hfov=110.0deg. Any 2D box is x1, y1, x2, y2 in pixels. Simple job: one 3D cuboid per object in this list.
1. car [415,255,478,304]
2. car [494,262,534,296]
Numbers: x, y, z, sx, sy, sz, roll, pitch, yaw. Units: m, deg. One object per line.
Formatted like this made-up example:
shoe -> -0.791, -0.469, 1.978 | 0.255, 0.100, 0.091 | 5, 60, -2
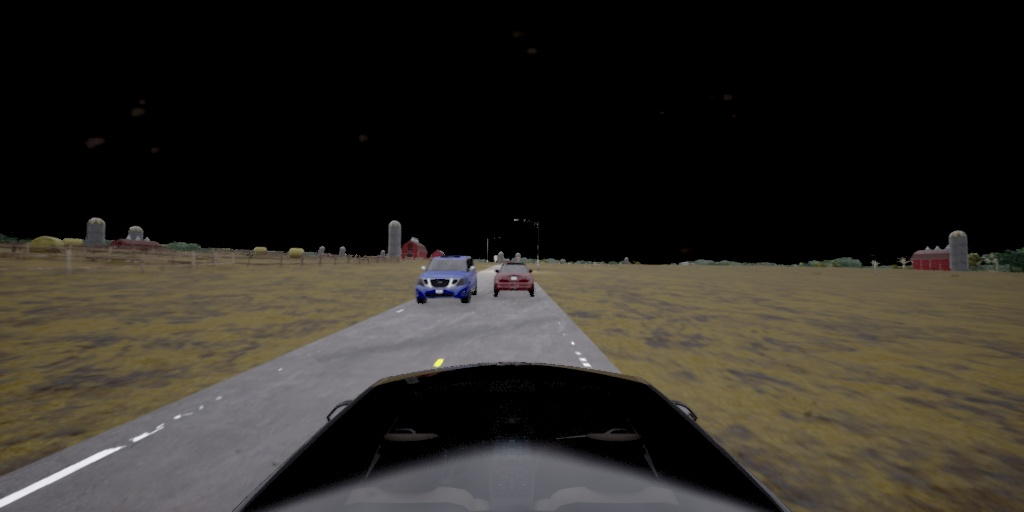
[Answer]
car -> -2.848, 1.004, 16.812 | 2.150, 2.045, 5.566 | 0, 1, 0
car -> 0.101, 1.153, 20.057 | 2.097, 1.767, 4.553 | 0, 0, 0
